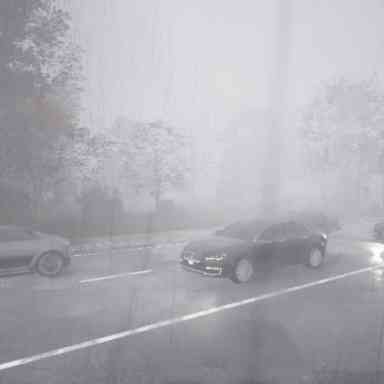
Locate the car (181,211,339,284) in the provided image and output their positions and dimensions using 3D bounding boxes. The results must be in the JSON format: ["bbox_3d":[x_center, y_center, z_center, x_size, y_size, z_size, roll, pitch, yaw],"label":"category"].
[{"bbox_3d":[1.957,1.502,9.646,4.892,1.490,1.837,0,0,-35],"label":"car"}]

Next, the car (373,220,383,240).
[{"bbox_3d":[10.267,1.553,15.493,4.181,1.385,1.994,0,0,-36],"label":"car"}]

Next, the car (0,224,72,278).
[{"bbox_3d":[-5.404,1.565,8.716,4.181,1.385,1.994,0,0,-35],"label":"car"}]

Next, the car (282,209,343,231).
[{"bbox_3d":[5.133,1.539,16.178,5.357,1.411,2.033,0,0,-35],"label":"car"}]
